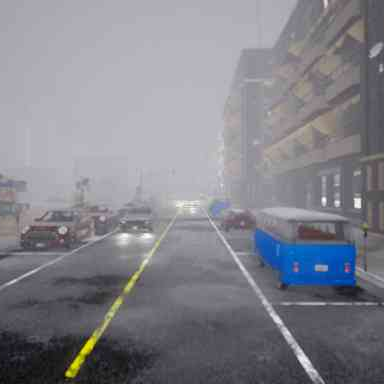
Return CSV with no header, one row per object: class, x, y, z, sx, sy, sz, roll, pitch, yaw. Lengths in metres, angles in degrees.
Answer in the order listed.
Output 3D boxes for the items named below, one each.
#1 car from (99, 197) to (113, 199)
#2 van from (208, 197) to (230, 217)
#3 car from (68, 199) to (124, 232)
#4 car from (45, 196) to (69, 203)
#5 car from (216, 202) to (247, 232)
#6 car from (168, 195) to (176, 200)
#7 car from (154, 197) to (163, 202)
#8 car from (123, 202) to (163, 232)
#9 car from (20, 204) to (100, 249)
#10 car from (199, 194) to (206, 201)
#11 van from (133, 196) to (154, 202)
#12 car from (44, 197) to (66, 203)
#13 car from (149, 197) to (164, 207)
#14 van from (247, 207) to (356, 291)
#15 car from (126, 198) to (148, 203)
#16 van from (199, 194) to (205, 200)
car,-19.722,1.713,74.233,4.403,1.369,2.008,0,-1,1
van,2.702,1.363,31.370,1.690,1.788,3.998,1,0,0
car,-5.646,1.458,20.045,1.967,1.590,4.097,1,0,0
car,-26.381,1.510,65.686,4.097,1.590,1.967,0,-1,1
car,2.700,1.562,20.078,1.887,1.381,4.507,1,0,0
car,-5.685,1.575,91.984,1.802,1.307,4.206,1,0,0
car,-5.648,1.462,48.274,1.967,1.590,4.097,1,0,0
car,-3.101,1.565,20.759,2.033,1.411,5.357,0,0,0
car,-5.652,1.454,14.399,1.967,1.590,4.097,1,0,0
car,2.697,1.549,86.440,2.008,1.369,4.403,1,0,0
van,-5.646,1.364,36.982,1.690,1.788,3.998,1,0,0
car,-30.683,1.796,74.382,4.206,1.307,1.802,0,-1,1
car,-5.649,1.566,53.920,1.887,1.381,4.507,1,0,0
van,2.703,1.350,8.784,1.690,1.788,3.998,1,0,0
car,-5.648,1.567,31.336,1.887,1.381,4.507,1,0,0
van,2.699,1.333,92.019,1.690,1.788,3.998,1,0,0
